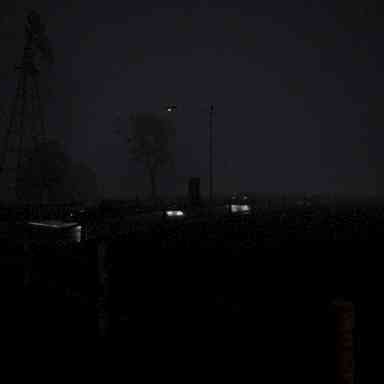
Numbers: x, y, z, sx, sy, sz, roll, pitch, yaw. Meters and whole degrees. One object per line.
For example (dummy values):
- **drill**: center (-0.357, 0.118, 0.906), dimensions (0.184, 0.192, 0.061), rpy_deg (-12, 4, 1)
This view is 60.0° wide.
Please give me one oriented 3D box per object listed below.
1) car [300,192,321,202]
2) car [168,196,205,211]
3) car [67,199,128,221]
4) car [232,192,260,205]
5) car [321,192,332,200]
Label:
- **car**: center (19.020, 0.798, 54.327), dimensions (1.812, 1.442, 4.674), rpy_deg (1, 2, 35)
- **car**: center (-0.487, 1.139, 33.242), dimensions (1.994, 1.385, 4.181), rpy_deg (1, 1, 35)
- **car**: center (-6.786, 1.245, 24.368), dimensions (1.812, 1.442, 4.674), rpy_deg (1, 2, 35)
- **car**: center (7.173, 0.753, 43.996), dimensions (2.097, 1.767, 4.553), rpy_deg (1, 2, 36)
- **car**: center (24.822, 0.707, 62.507), dimensions (1.994, 1.385, 4.181), rpy_deg (1, 2, 36)
